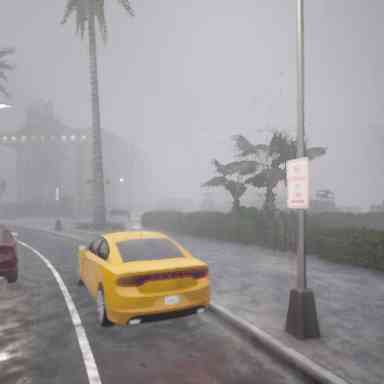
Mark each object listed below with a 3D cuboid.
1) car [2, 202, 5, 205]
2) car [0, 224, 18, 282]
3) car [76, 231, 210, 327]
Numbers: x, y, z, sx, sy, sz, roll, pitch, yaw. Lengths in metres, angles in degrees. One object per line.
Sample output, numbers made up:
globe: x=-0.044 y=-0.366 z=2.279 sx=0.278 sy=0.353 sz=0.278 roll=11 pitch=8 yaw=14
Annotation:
car: x=-34.239 y=2.577 z=62.728 sx=4.674 sy=1.452 sz=2.002 roll=0 pitch=-1 yaw=5
car: x=-6.272 y=1.661 z=9.788 sx=1.882 sy=1.535 sz=5.008 roll=1 pitch=-1 yaw=-30
car: x=-1.417 y=1.623 z=7.566 sx=1.882 sy=1.535 sz=5.008 roll=1 pitch=-1 yaw=-26
